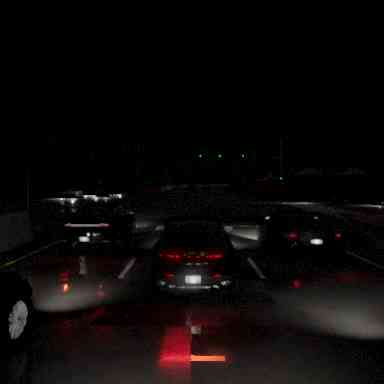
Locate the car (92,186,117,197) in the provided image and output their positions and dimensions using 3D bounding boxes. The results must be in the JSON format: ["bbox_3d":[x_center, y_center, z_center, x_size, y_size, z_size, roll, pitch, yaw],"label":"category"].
[{"bbox_3d":[-14.145,-0.078,54.101,1.882,1.535,5.008,0,2,0],"label":"car"}]

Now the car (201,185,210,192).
[{"bbox_3d":[3.414,-0.926,81.006,1.882,1.535,5.008,0,2,0],"label":"car"}]

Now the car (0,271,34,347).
[{"bbox_3d":[-3.408,1.483,3.319,1.837,1.490,4.892,0,1,0],"label":"car"}]

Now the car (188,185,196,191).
[{"bbox_3d":[-0.086,-0.909,81.641,1.837,1.490,4.892,0,2,0],"label":"car"}]

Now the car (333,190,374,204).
[{"bbox_3d":[17.934,0.493,36.146,4.902,1.511,2.128,0,2,2],"label":"car"}]

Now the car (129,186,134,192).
[{"bbox_3d":[-14.079,-0.651,74.566,2.033,1.411,5.357,0,2,0],"label":"car"}]

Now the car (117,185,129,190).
[{"bbox_3d":[-17.590,-1.175,84.859,2.033,1.411,5.357,0,2,0],"label":"car"}]

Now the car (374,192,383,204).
[{"bbox_3d":[21.339,0.662,32.517,5.357,1.411,2.033,0,2,2],"label":"car"}]

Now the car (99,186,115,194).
[{"bbox_3d":[-17.573,-0.480,69.090,2.033,1.411,5.357,0,2,0],"label":"car"}]

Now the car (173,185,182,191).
[{"bbox_3d":[-3.586,-0.803,81.291,1.895,1.301,4.718,0,2,0],"label":"car"}]

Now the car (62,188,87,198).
[{"bbox_3d":[-17.645,0.122,49.212,1.812,1.442,4.674,0,2,0],"label":"car"}]

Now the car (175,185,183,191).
[{"bbox_3d":[-3.597,-1.172,91.413,2.033,1.411,5.357,0,2,0],"label":"car"}]

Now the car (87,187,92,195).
[{"bbox_3d":[-17.635,-0.134,58.680,1.994,1.385,4.181,0,2,0],"label":"car"}]

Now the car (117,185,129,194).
[{"bbox_3d":[-14.108,-0.259,63.911,1.895,1.301,4.718,0,2,0],"label":"car"}]

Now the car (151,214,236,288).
[{"bbox_3d":[0.051,1.346,8.803,1.837,1.490,4.892,0,2,1],"label":"car"}]

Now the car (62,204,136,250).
[{"bbox_3d":[-3.430,1.206,13.012,2.128,1.511,4.902,0,2,0],"label":"car"}]

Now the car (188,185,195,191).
[{"bbox_3d":[-0.097,-1.185,91.833,2.033,1.411,5.357,0,2,0],"label":"car"}]

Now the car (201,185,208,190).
[{"bbox_3d":[3.403,-1.229,91.452,1.895,1.301,4.718,0,2,0],"label":"car"}]

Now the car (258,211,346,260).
[{"bbox_3d":[3.563,1.327,11.474,1.994,1.385,4.181,0,2,0],"label":"car"}]
